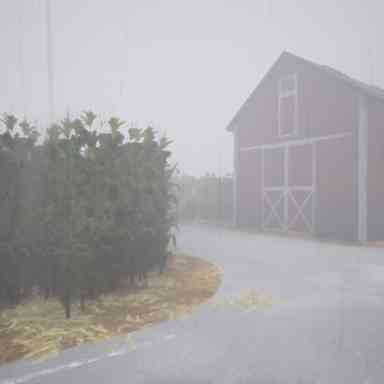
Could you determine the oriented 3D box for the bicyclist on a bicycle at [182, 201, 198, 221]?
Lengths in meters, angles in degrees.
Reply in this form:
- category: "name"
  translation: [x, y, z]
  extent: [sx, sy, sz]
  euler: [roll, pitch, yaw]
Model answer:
- category: "bicyclist on a bicycle"
  translation: [-0.145, 1.545, 26.899]
  extent: [1.656, 1.620, 0.582]
  euler: [0, 0, -36]
